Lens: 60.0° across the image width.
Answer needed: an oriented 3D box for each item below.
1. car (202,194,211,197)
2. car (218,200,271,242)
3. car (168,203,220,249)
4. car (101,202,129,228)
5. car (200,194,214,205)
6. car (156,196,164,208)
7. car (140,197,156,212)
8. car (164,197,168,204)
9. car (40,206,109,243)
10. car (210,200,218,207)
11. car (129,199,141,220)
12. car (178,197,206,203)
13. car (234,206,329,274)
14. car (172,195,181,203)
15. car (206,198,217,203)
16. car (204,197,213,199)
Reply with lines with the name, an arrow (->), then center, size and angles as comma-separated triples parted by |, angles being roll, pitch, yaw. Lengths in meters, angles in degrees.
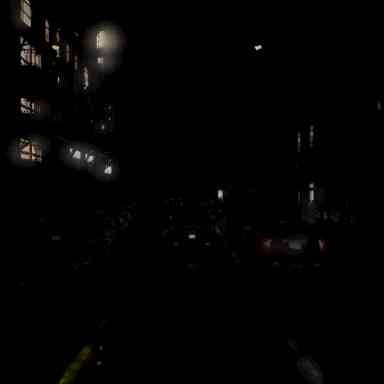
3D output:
car -> 2.690, 1.566, 55.061 | 1.752, 1.417, 4.829 | 0, 0, 0
car -> 2.691, 1.312, 16.118 | 2.192, 1.841, 5.009 | 0, 0, 0
car -> 0.000, 1.483, 14.651 | 1.882, 1.535, 5.008 | 0, 0, 0
car -> -5.690, 1.550, 21.656 | 2.008, 1.369, 4.403 | 0, 0, 0
car -> 2.690, 1.363, 60.431 | 2.192, 1.841, 5.009 | 0, 0, 0
car -> -5.690, 1.472, 49.352 | 1.967, 1.590, 4.097 | 0, 0, 0
car -> -5.691, 1.457, 38.272 | 1.967, 1.590, 4.097 | 0, 0, 0
car -> -5.691, 1.581, 65.801 | 1.752, 1.417, 4.829 | 0, 0, 0
car -> -5.690, 1.563, 16.118 | 1.947, 1.339, 4.313 | 0, 0, 0
car -> 2.691, 1.585, 27.194 | 1.802, 1.307, 4.206 | 0, 0, 0
car -> -5.690, 1.554, 27.194 | 2.008, 1.369, 4.403 | 0, 0, 0
car -> 0.000, 1.491, 29.651 | 1.882, 1.535, 5.008 | 0, 0, 0
car -> 2.691, 1.437, 10.578 | 1.967, 1.590, 4.097 | 0, 0, 0
car -> -3.001, 1.427, 68.705 | 2.097, 1.767, 4.553 | 0, 0, 0
car -> 2.690, 1.575, 32.734 | 1.947, 1.339, 4.313 | 0, 0, 0
car -> 2.690, 1.567, 38.272 | 2.008, 1.369, 4.403 | 0, 0, 0
